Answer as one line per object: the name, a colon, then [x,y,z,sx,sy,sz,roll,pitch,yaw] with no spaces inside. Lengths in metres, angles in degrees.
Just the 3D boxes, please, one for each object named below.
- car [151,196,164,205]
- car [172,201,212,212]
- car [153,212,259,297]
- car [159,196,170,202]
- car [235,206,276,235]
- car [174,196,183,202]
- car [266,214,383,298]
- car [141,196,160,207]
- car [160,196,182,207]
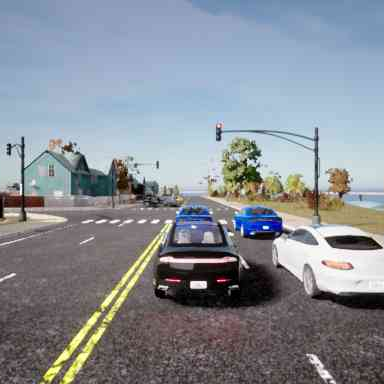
car: [-6.414,1.547,62.166,1.837,1.490,4.892,0,0,1]
car: [0.133,1.478,18.030,1.882,1.535,5.008,0,0,1]
car: [0.121,1.491,8.535,2.128,1.511,4.902,0,0,0]
car: [-6.317,1.609,77.437,2.033,1.411,5.357,0,0,0]
car: [3.391,1.478,17.702,1.882,1.535,5.008,0,0,0]
car: [-3.067,1.664,77.177,1.895,1.301,4.718,0,0,0]
car: [3.366,1.525,8.365,1.812,1.442,4.674,0,0,0]
car: [-6.471,1.530,50.320,1.837,1.490,4.892,0,0,0]
car: [-3.182,1.575,51.432,2.033,1.411,5.357,0,0,3]
